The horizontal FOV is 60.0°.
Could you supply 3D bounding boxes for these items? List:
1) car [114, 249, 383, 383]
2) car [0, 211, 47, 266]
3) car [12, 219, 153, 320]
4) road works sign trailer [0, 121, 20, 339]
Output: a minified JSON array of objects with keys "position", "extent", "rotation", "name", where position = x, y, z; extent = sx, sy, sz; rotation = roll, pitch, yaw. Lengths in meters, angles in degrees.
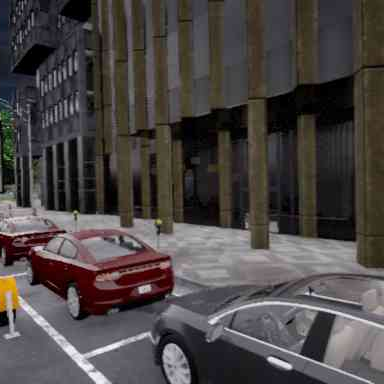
[{"position":[1.291,1.452,3.009],"extent":[2.008,1.369,4.403],"rotation":[-2,1,-40],"name":"car"},{"position":[-5.724,1.479,11.319],"extent":[1.887,1.381,4.507],"rotation":[-2,1,-40],"name":"car"},{"position":[-2.217,1.463,7.164],"extent":[1.887,1.381,4.507],"rotation":[-2,1,-40],"name":"car"},{"position":[-4.446,0.470,5.472],"extent":[2.380,3.560,2.880],"rotation":[-2,1,-40],"name":"road works sign trailer"}]
